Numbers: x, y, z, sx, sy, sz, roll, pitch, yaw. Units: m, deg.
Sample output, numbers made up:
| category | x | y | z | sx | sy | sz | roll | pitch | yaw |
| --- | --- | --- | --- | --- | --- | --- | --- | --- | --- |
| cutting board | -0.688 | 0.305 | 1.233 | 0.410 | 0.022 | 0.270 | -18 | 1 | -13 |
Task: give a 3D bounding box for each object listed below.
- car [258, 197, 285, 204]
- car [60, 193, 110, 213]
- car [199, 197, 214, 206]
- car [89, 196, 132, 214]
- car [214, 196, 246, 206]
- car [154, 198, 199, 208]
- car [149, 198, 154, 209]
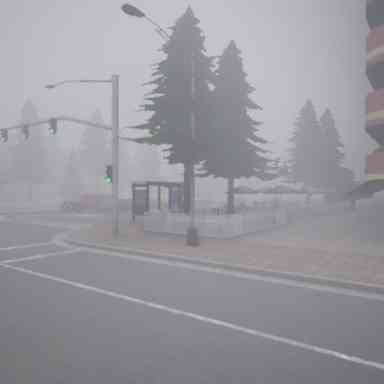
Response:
| category | x | y | z | sx | sy | sz | roll | pitch | yaw |
| --- | --- | --- | --- | --- | --- | --- | --- | --- | --- |
| car | 14.235 | 1.539 | 59.626 | 4.718 | 1.301 | 1.895 | 0 | 0 | -24 |
| car | -11.024 | 1.094 | 35.142 | 2.150 | 2.045 | 5.566 | 0 | 0 | 36 |
| car | 1.302 | 1.475 | 50.623 | 4.718 | 1.301 | 1.895 | 0 | 0 | -44 |
| car | -7.603 | 1.386 | 33.876 | 1.837 | 1.490 | 4.892 | 0 | 0 | 36 |
| car | 6.084 | 1.390 | 50.198 | 4.892 | 1.490 | 1.837 | 0 | 0 | -39 |
| car | -1.855 | 1.428 | 41.747 | 2.033 | 1.411 | 5.357 | 0 | 0 | 37 |
| car | -5.422 | 1.437 | 42.624 | 1.994 | 1.385 | 4.181 | 0 | 0 | 38 |
